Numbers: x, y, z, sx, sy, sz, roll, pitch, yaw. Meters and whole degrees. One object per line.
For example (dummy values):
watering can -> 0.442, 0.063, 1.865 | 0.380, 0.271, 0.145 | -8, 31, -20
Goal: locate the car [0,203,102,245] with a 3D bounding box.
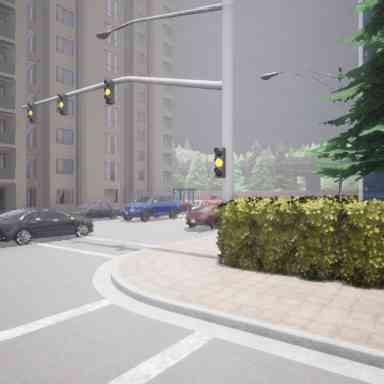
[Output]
car -> -6.939, 1.505, 15.580 | 1.837, 1.490, 4.892 | 0, 0, 36

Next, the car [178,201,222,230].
car -> 1.433, 1.526, 21.092 | 1.812, 1.442, 4.674 | 0, 0, 36

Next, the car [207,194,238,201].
car -> 3.119, 1.221, 35.551 | 2.150, 2.045, 5.566 | 0, 0, 36

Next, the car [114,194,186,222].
car -> -3.225, 1.221, 26.916 | 2.150, 2.045, 5.566 | 0, 0, 36

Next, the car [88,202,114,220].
car -> -7.847, 1.547, 26.530 | 2.033, 1.411, 5.357 | 0, 0, 36
